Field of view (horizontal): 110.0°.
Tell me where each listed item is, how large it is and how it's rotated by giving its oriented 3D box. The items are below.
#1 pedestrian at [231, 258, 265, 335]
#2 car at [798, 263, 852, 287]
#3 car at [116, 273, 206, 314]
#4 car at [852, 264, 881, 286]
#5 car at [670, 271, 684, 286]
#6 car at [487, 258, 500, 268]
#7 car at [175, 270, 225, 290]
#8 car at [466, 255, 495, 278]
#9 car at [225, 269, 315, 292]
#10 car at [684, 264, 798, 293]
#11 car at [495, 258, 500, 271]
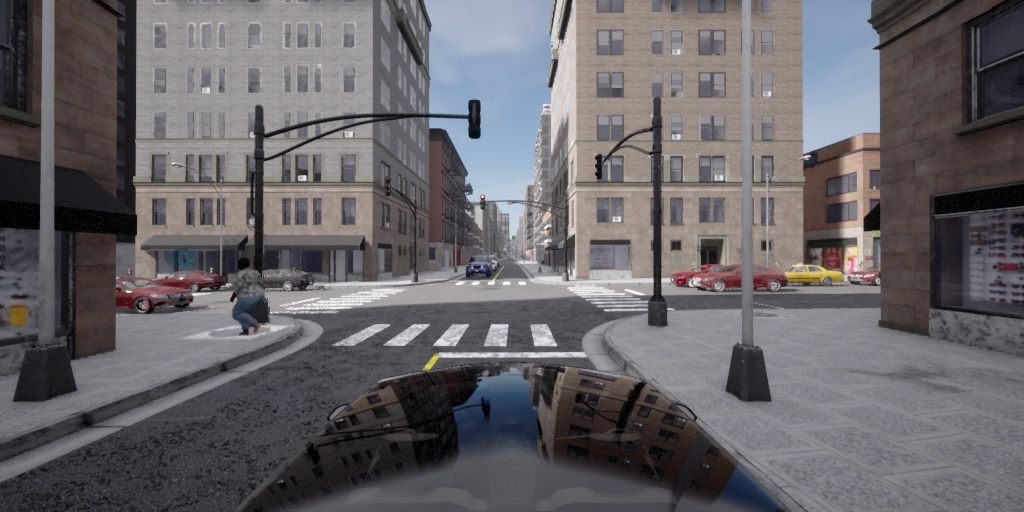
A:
[{"bbox_3d":[-5.999,0.891,8.150,0.375,1.860,0.375,0,0,0],"label":"pedestrian"},{"bbox_3d":[17.452,1.117,22.004,4.829,1.417,1.751,0,0,0],"label":"car"},{"bbox_3d":[-14.661,1.451,13.683,4.207,1.307,1.802,0,0,0],"label":"car"},{"bbox_3d":[23.116,1.121,21.968,4.207,1.307,1.802,0,0,0],"label":"car"},{"bbox_3d":[12.130,1.190,22.038,4.507,1.381,1.888,0,0,0],"label":"car"},{"bbox_3d":[-3.105,1.167,61.151,1.882,1.535,5.008,0,0,0],"label":"car"},{"bbox_3d":[-20.161,1.545,22.244,4.207,1.307,1.802,0,0,0],"label":"car"},{"bbox_3d":[-3.120,0.960,34.684,2.150,2.045,5.566,0,0,0],"label":"car"},{"bbox_3d":[-14.633,1.458,22.209,4.403,1.370,2.007,0,0,0],"label":"car"},{"bbox_3d":[12.186,1.157,19.283,4.674,1.442,1.812,-1,0,1],"label":"car"},{"bbox_3d":[-3.120,0.944,46.794,2.150,2.045,5.566,0,0,1],"label":"car"}]
